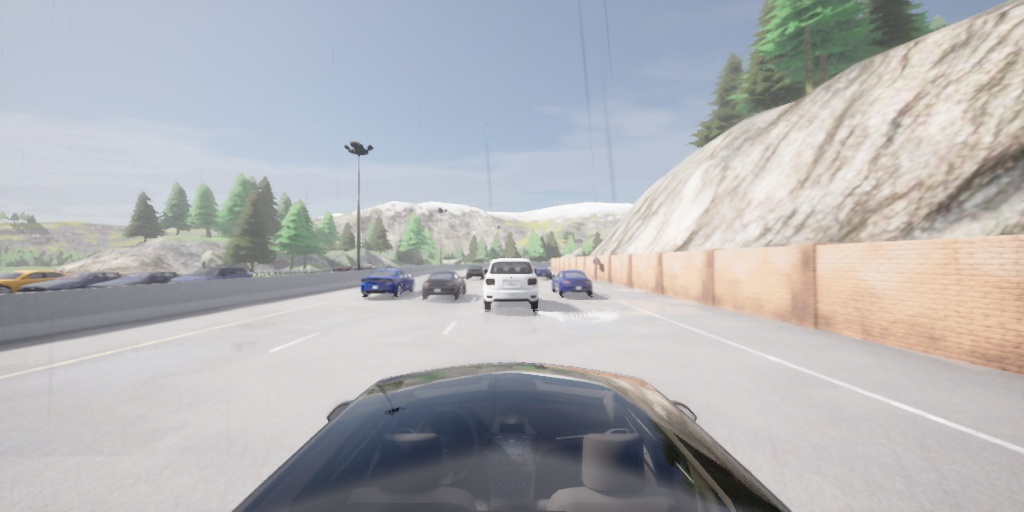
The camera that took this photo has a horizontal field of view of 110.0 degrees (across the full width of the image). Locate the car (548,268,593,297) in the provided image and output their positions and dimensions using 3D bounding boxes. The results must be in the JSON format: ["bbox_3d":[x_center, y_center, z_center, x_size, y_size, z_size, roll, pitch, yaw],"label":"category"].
[{"bbox_3d":[3.391,1.507,20.659,1.812,1.442,4.674,0,-1,-1],"label":"car"}]

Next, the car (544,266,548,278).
[{"bbox_3d":[3.183,1.741,38.696,1.812,1.442,4.674,0,-1,-1],"label":"car"}]

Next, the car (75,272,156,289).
[{"bbox_3d":[-21.308,1.625,21.080,2.033,1.411,5.357,0,-1,-1],"label":"car"}]

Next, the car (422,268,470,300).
[{"bbox_3d":[-3.597,1.517,19.446,1.812,1.442,4.674,0,-1,-1],"label":"car"}]

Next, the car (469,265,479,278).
[{"bbox_3d":[-3.819,1.747,38.810,1.837,1.490,4.892,0,-1,-1],"label":"car"}]

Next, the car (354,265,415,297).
[{"bbox_3d":[-7.107,1.502,20.999,1.882,1.535,5.008,0,-1,-1],"label":"car"}]

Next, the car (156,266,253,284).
[{"bbox_3d":[-17.811,1.420,21.382,2.097,1.767,4.553,0,-1,-1],"label":"car"}]

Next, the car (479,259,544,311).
[{"bbox_3d":[-0.047,1.152,15.804,2.150,2.045,5.566,0,-1,-1],"label":"car"}]

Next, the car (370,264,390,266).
[{"bbox_3d":[-21.706,2.087,60.952,2.128,1.511,4.902,0,-1,0],"label":"car"}]

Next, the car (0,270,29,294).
[{"bbox_3d":[-28.306,1.577,20.856,1.882,1.535,5.008,0,-1,-1],"label":"car"}]

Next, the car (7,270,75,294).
[{"bbox_3d":[-24.808,1.638,21.112,2.033,1.411,5.357,0,-1,-1],"label":"car"}]
